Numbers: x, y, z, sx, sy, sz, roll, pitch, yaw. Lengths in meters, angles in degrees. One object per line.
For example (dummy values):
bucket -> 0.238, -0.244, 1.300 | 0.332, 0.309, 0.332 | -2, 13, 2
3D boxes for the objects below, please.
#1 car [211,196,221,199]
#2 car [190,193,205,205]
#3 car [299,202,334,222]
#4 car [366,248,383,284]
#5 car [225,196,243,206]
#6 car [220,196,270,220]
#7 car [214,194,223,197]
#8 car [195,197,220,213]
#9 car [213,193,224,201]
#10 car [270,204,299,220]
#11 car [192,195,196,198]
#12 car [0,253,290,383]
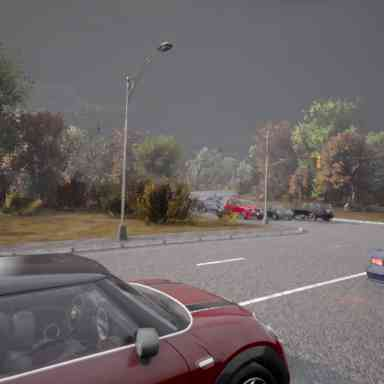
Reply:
car -> 3.085, 1.936, 53.753 | 1.994, 1.385, 4.181 | 2, 1, -15
car -> 0.991, 1.313, 63.614 | 2.097, 1.767, 4.553 | 2, 2, -10
car -> 12.925, 2.129, 36.607 | 2.150, 2.045, 5.566 | 3, -1, -24
car -> 6.518, 1.661, 8.424 | 5.357, 1.411, 2.033 | 2, -1, -36
car -> 8.071, 1.749, 64.564 | 2.128, 1.511, 4.902 | 2, 2, -10
car -> 5.517, 1.807, 35.639 | 2.150, 2.045, 5.566 | 3, -1, -22
car -> 4.272, 1.578, 65.937 | 2.033, 1.411, 5.357 | 2, 2, -9
car -> 2.028, 1.959, 44.901 | 1.837, 1.490, 4.892 | 3, 0, -18
car -> 6.310, 1.128, 79.553 | 2.128, 1.511, 4.902 | 2, 2, -1
car -> 9.018, 2.094, 36.421 | 2.097, 1.767, 4.553 | 3, -1, -23
car -> -0.851, 1.369, 54.951 | 2.150, 2.045, 5.566 | 2, 2, -13
car -> -1.234, 1.354, 2.866 | 4.553, 1.767, 2.097 | 0, 0, -36
